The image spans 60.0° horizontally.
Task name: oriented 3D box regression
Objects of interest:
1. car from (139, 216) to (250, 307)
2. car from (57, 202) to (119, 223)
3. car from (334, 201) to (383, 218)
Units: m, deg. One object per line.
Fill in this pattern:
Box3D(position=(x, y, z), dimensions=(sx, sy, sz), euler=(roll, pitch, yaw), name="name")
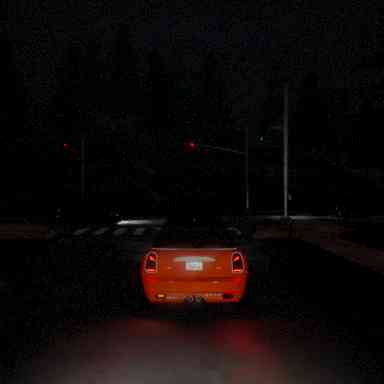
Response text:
Box3D(position=(0.050, 1.352, 8.115), dimensions=(2.097, 1.767, 4.553), euler=(0, 0, 0), name="car")
Box3D(position=(-7.307, 1.429, 23.582), dimensions=(4.181, 1.385, 1.994), euler=(1, 0, 0), name="car")
Box3D(position=(14.342, 1.438, 27.357), dimensions=(4.718, 1.301, 1.895), euler=(0, 0, 0), name="car")
